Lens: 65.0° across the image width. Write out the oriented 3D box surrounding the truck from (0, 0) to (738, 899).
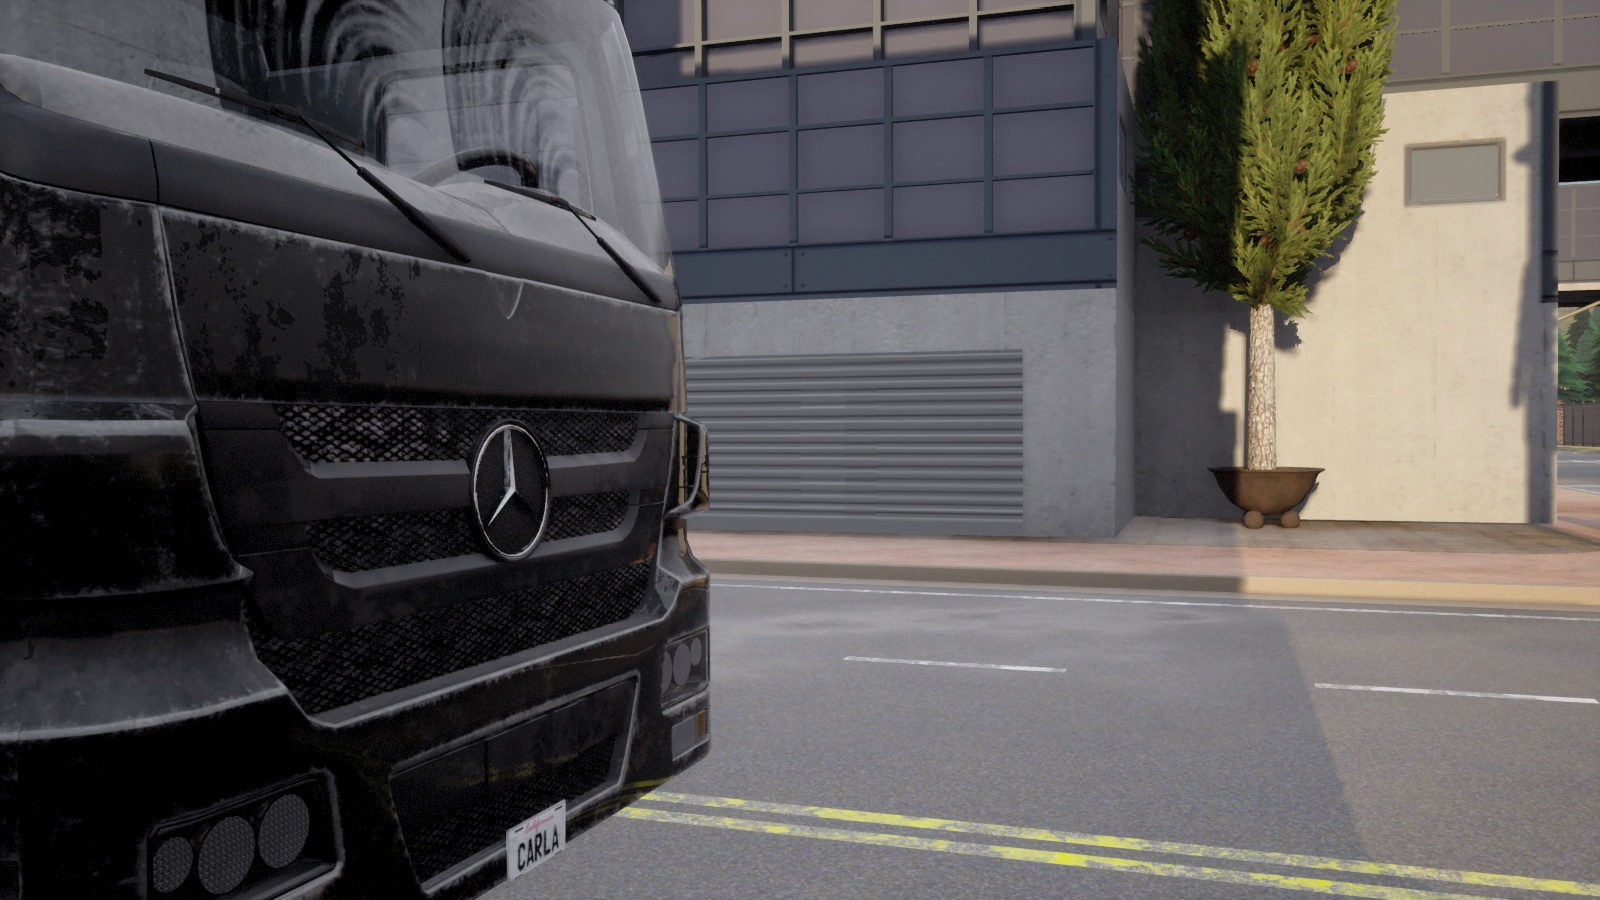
[{"bbox_3d":[-4.464,-0.248,4.736,7.936,3.462,2.891,1,1,20],"label":"truck"}]
